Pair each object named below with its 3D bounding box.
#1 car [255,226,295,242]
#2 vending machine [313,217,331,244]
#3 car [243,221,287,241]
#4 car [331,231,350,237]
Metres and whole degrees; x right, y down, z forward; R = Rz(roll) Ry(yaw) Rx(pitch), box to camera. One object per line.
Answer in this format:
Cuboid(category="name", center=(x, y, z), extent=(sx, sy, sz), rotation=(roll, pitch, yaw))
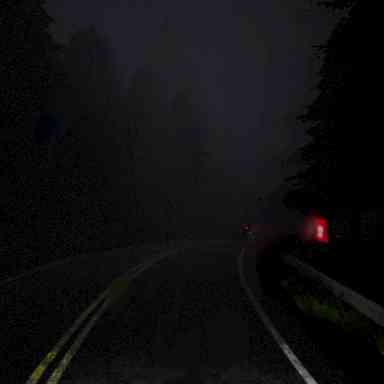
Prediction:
Cuboid(category="car", center=(8.768, 4.450, 34.952), extent=(4.892, 1.490, 1.837), rotation=(11, -11, -44))
Cuboid(category="vending machine", center=(10.829, 3.201, 27.658), extent=(1.100, 2.100, 0.880), rotation=(2, -2, 40))
Cuboid(category="car", center=(5.447, 2.997, 25.509), extent=(1.837, 1.490, 4.892), rotation=(-4, -9, 31))
Cuboid(category="car", center=(16.988, 5.300, 37.934), extent=(4.892, 1.490, 1.837), rotation=(10, -10, -42))
